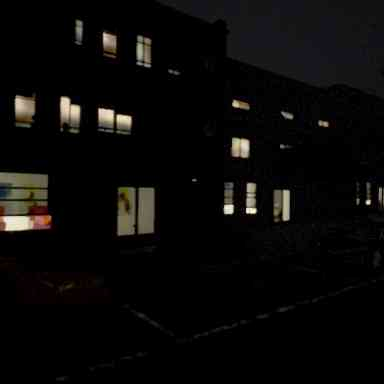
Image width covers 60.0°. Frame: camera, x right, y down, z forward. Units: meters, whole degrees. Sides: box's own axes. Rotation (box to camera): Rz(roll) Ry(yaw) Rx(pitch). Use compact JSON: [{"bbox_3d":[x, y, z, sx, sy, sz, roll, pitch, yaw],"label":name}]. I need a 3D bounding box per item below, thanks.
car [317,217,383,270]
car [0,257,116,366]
[{"bbox_3d":[5.880,1.539,10.901,4.403,1.369,2.008,0,1,-35],"label":"car"},{"bbox_3d":[-3.447,1.526,4.245,4.829,1.417,1.752,0,1,-35],"label":"car"}]
